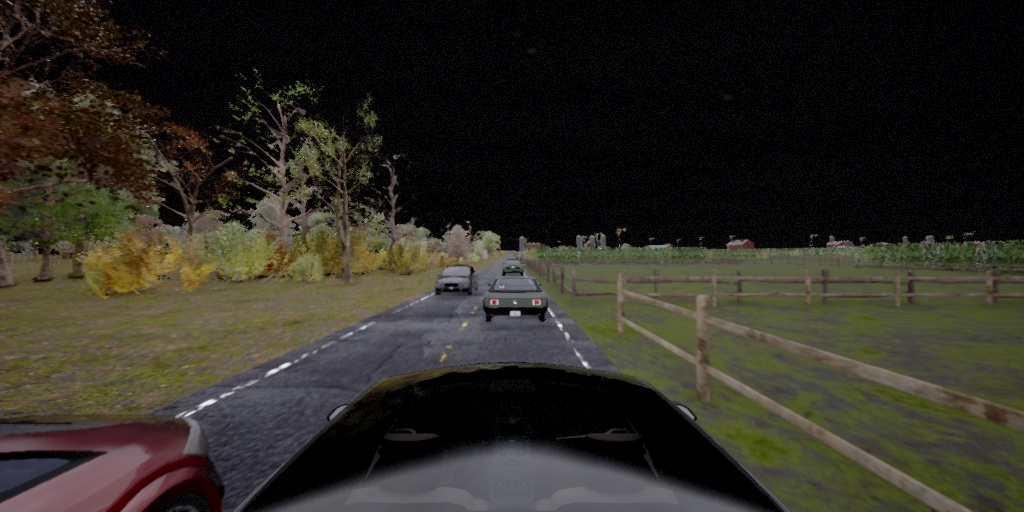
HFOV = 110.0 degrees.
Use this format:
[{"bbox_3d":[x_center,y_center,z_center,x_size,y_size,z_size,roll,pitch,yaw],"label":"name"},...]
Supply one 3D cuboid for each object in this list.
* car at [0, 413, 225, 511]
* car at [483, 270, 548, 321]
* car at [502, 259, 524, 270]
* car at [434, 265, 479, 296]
[{"bbox_3d":[-2.830,1.314,0.533,1.994,1.385,4.181,0,0,0],"label":"car"},{"bbox_3d":[0.100,1.344,12.416,1.895,1.301,4.718,0,0,0],"label":"car"},{"bbox_3d":[0.095,1.070,36.544,2.097,1.767,4.553,0,0,0],"label":"car"},{"bbox_3d":[-2.847,1.241,19.233,1.837,1.490,4.892,0,0,0],"label":"car"}]
